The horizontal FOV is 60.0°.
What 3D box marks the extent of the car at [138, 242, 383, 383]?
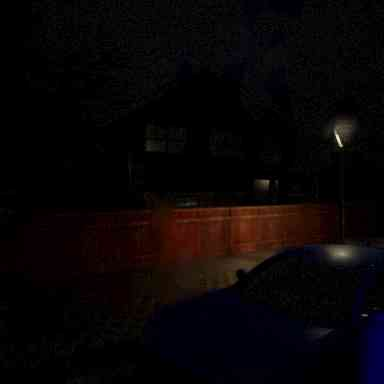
[{"bbox_3d":[1.764,1.468,4.199,5.008,1.535,1.882,0,0,-34],"label":"car"}]
